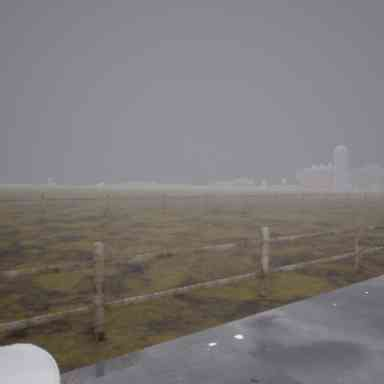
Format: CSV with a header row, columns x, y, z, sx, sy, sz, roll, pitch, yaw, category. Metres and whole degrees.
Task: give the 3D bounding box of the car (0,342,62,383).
x,y,z,sx,sy,sz,roll,pitch,yaw,category
-2.785,1.526,1.081,4.674,1.442,1.812,0,0,-36,car
